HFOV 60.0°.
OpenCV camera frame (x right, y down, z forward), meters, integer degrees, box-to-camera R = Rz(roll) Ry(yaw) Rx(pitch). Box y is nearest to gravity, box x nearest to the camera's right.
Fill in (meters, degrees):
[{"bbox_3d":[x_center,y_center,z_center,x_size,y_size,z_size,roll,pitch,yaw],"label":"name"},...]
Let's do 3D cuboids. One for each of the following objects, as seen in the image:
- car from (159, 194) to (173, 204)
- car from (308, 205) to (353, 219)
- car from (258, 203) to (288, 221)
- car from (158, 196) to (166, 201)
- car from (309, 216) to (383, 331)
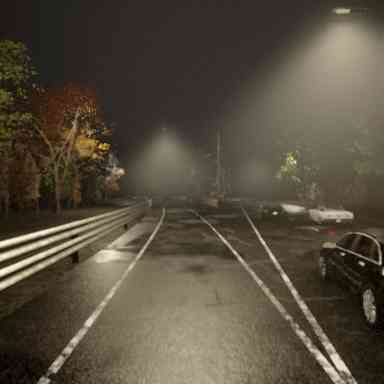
[{"bbox_3d":[-5.488,1.535,73.893,2.150,2.045,5.566,-1,0,-9],"label":"car"},{"bbox_3d":[9.577,1.557,23.374,1.895,1.301,4.718,-1,0,7],"label":"car"},{"bbox_3d":[6.497,1.563,27.014,1.994,1.385,4.181,-1,0,7],"label":"car"},{"bbox_3d":[-8.131,1.790,89.890,1.994,1.385,4.181,-1,0,-11],"label":"car"},{"bbox_3d":[3.957,1.483,6.705,1.837,1.490,4.892,-1,0,7],"label":"car"}]
